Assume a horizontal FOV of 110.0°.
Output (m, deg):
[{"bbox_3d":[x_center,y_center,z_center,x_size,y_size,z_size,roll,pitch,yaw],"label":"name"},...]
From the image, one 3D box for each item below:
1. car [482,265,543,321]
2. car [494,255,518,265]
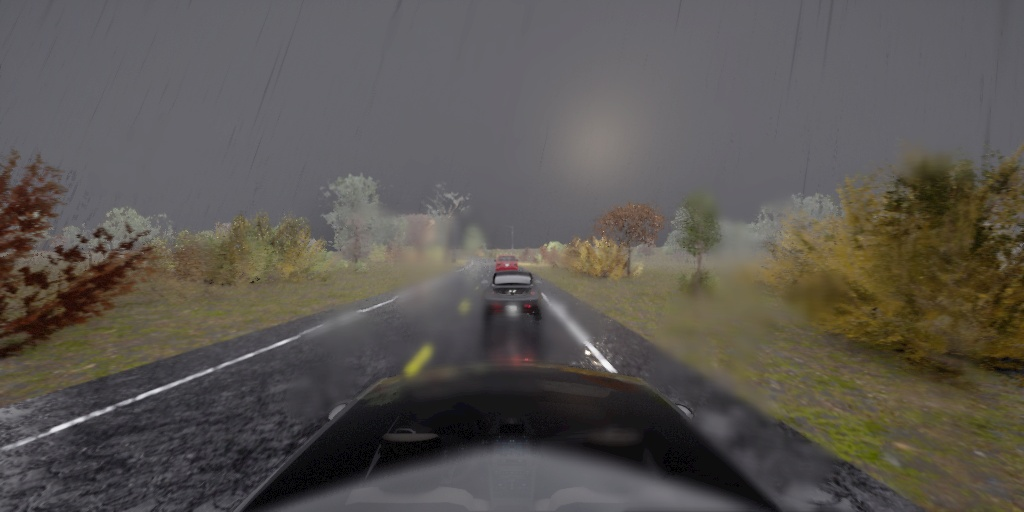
[{"bbox_3d":[0.012,1.243,12.470,1.837,1.490,4.892,0,0,-1],"label":"car"},{"bbox_3d":[-0.560,0.916,35.173,2.150,2.045,5.566,0,0,-3],"label":"car"}]
